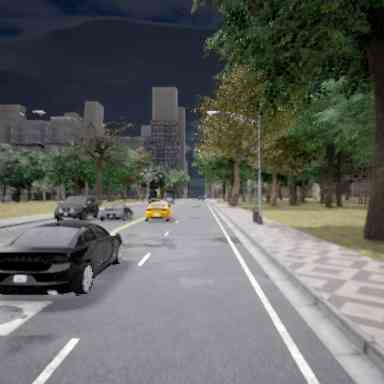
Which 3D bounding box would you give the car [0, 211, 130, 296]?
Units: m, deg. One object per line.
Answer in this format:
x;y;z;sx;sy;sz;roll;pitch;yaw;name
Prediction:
-3.195;1.503;8.789;1.882;1.535;5.008;0;0;2;car

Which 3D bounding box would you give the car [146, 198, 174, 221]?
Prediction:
-2.642;1.577;27.923;1.882;1.535;5.008;0;0;2;car

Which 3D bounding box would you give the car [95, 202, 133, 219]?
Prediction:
-6.107;1.660;27.237;1.994;1.385;4.181;0;0;2;car

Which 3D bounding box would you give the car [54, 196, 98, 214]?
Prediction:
-9.350;1.320;27.611;2.150;2.045;5.566;0;0;2;car

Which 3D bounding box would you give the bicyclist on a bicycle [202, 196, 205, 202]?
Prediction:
3.400;2.087;95.301;0.866;1.612;1.509;0;-1;2;bicyclist on a bicycle

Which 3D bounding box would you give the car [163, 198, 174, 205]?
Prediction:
-4.766;1.888;69.213;1.812;1.442;4.674;0;0;2;car

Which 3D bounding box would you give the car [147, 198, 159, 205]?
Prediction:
-8.016;1.959;69.279;1.895;1.301;4.718;0;0;2;car

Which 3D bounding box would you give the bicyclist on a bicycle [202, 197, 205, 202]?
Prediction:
3.137;1.920;86.302;0.659;1.776;1.843;0;0;2;bicyclist on a bicycle
